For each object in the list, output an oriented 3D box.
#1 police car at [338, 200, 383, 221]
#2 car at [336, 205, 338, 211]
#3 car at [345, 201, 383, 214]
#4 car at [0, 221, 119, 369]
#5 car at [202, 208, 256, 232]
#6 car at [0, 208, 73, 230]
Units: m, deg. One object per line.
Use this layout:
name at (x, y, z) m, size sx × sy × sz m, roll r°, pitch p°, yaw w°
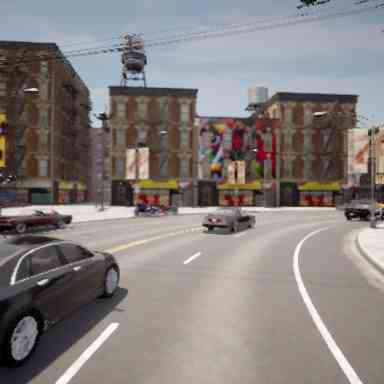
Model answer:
police car at (16.239, 1.792, 30.908) m, size 5.238 × 1.638 × 1.930 m, roll 1°, pitch -1°, yaw -35°
car at (22.234, 1.880, 45.940) m, size 4.553 × 1.767 × 2.097 m, roll 0°, pitch 0°, yaw -15°
car at (22.296, 1.980, 42.402) m, size 5.008 × 1.535 × 1.882 m, roll 1°, pitch -1°, yaw -15°
car at (-2.853, 1.530, 5.868) m, size 1.837 × 1.490 × 4.892 m, roll 0°, pitch -1°, yaw 9°
car at (2.520, 1.738, 21.753) m, size 2.033 × 1.411 × 5.357 m, roll 0°, pitch 0°, yaw 29°
car at (-9.665, 1.681, 20.272) m, size 1.895 × 1.301 × 4.718 m, roll 0°, pitch 0°, yaw 25°
